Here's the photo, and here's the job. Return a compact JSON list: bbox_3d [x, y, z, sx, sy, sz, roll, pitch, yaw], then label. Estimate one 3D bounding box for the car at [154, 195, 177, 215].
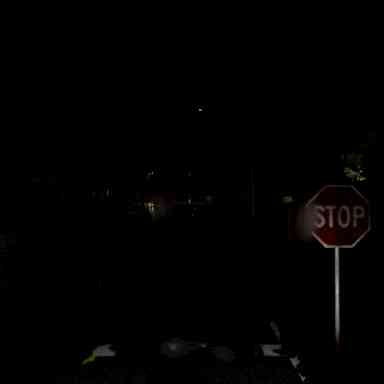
[{"bbox_3d":[-2.749,1.313,35.707,2.150,2.045,5.566,0,0,0],"label":"car"}]
